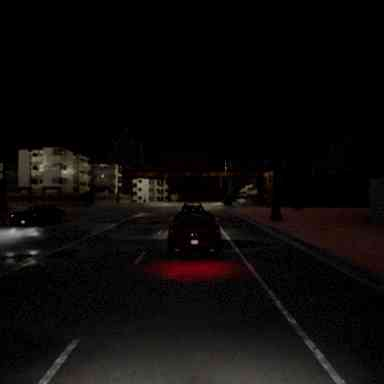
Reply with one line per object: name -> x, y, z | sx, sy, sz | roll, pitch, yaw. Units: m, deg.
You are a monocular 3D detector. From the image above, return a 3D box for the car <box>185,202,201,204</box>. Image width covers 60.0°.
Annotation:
car -> 0.069, 1.548, 29.998 | 1.895, 1.301, 4.718 | 0, 0, 0

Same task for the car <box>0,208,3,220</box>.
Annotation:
car -> -14.050, 1.437, 20.951 | 1.882, 1.535, 5.008 | 0, 0, 0

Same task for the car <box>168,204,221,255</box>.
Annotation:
car -> 0.086, 1.469, 13.419 | 1.882, 1.535, 5.008 | 0, 0, 0

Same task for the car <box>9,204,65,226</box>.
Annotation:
car -> -10.531, 1.554, 22.967 | 1.895, 1.301, 4.718 | 0, 0, 0
